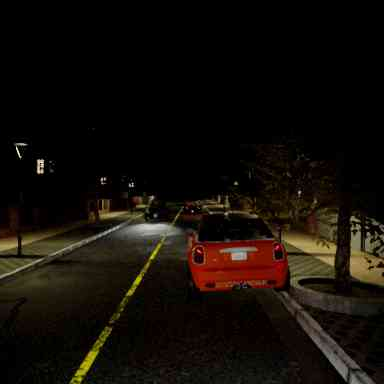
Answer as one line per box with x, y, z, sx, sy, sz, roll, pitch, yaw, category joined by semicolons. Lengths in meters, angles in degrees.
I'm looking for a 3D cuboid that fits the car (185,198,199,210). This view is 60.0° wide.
0.039;1.614;45.547;1.812;1.442;4.674;0;0;1;car

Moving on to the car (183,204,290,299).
0.918;1.312;8.631;2.097;1.767;4.553;-3;-1;0;car

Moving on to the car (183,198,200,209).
0.061;1.663;35.845;1.895;1.301;4.718;0;0;0;car

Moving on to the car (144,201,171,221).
-2.760;1.535;27.532;2.128;1.511;4.902;0;0;0;car
